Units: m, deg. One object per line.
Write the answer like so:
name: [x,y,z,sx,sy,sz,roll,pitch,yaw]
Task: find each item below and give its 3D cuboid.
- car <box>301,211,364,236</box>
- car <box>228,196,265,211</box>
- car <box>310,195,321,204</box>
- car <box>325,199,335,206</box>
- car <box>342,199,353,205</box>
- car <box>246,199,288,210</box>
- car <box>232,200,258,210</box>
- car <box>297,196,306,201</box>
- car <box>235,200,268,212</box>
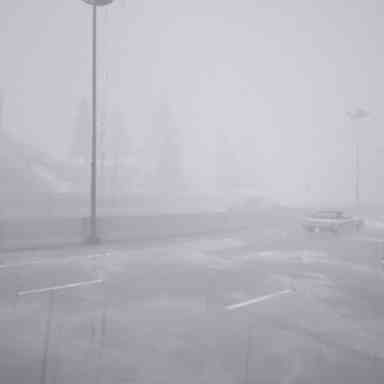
car: [8.493,1.779,19.806,4.718,1.301,1.895,1,-1,-43]
car: [6.428,1.527,37.854,2.150,2.045,5.566,0,0,43]
car: [30.011,1.845,80.736,2.150,2.045,5.566,0,0,23]
car: [30.035,2.176,72.208,2.033,1.411,5.357,0,0,27]
car: [31.236,2.129,66.772,1.812,1.442,4.674,0,0,29]
car: [8.135,1.767,34.615,1.882,1.535,5.008,0,-1,43]
car: [8.107,1.975,50.513,1.994,1.385,4.181,0,-1,39]
car: [28.284,1.711,85.865,2.097,1.767,4.553,0,0,21]
car: [8.123,1.861,45.060,2.128,1.511,4.902,0,-1,40]
